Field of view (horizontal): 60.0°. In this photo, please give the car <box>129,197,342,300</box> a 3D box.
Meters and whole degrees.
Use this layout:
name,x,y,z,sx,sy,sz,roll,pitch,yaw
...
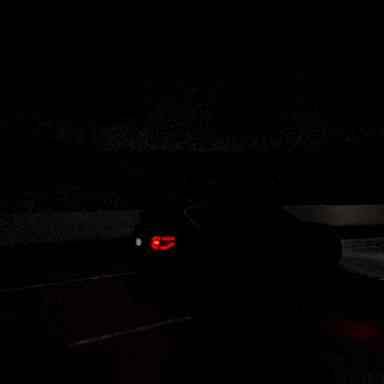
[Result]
name,x,y,z,sx,sy,sz,roll,pitch,yaw
car,1.226,1.149,8.380,5.566,2.045,2.150,0,0,-28
